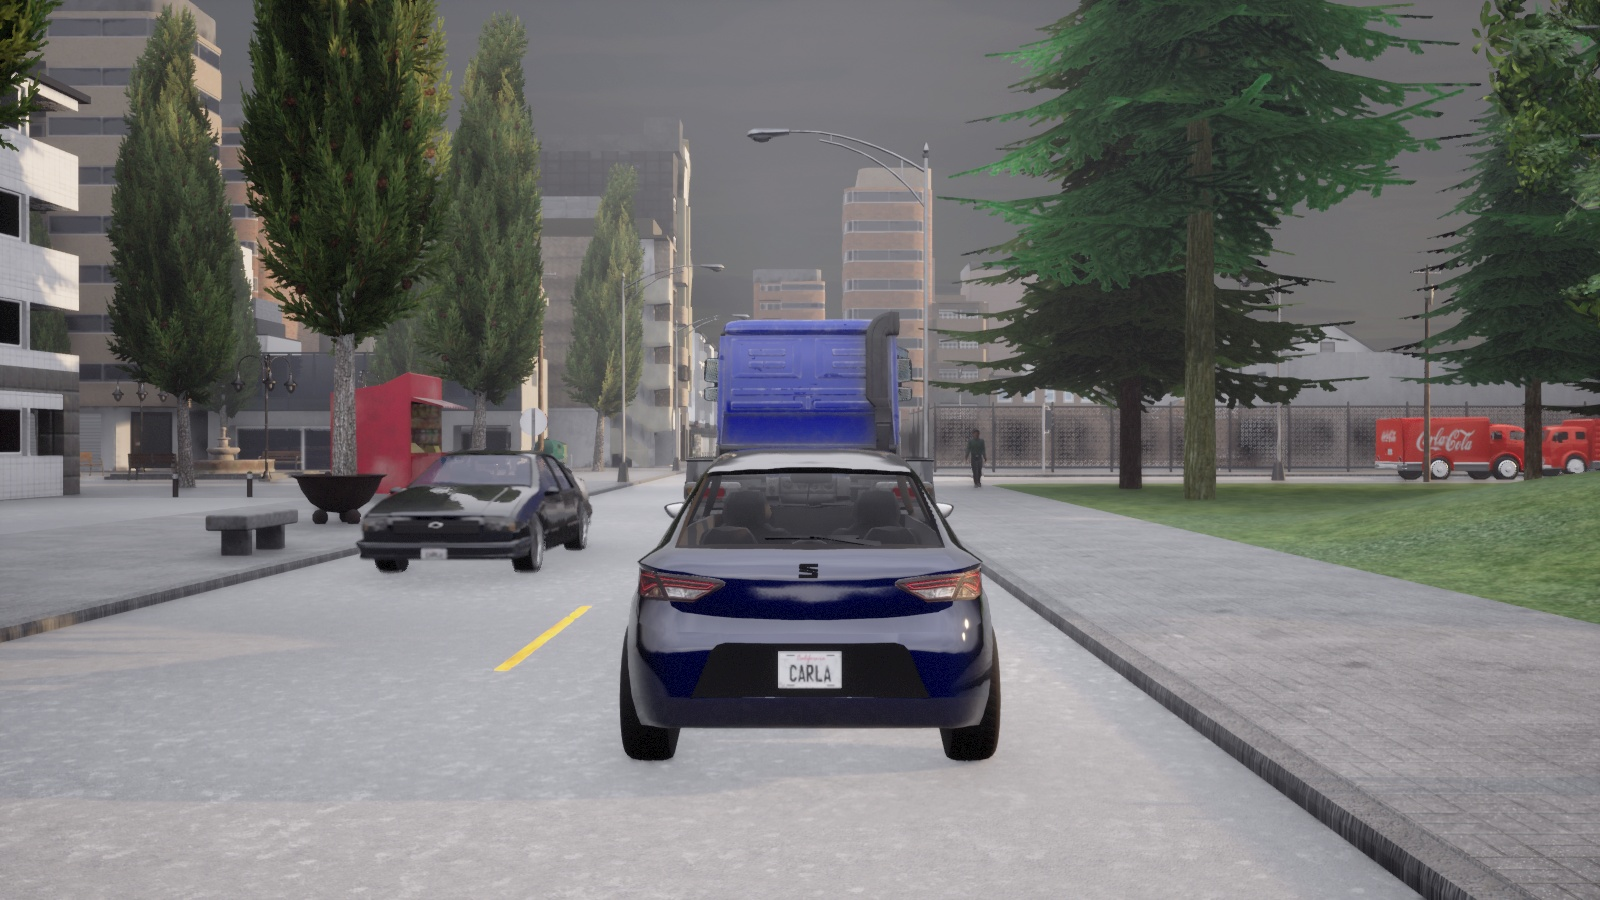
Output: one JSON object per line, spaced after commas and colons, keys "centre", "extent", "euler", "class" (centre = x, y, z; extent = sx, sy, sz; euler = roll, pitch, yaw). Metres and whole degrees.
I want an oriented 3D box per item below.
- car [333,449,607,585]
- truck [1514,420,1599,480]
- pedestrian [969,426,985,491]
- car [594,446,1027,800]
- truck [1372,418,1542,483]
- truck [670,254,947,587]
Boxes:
{"centre": [-3.899, 0.701, 15.944], "extent": [2.033, 1.411, 5.357], "euler": [0, 0, 0], "class": "car"}
{"centre": [33.321, -0.011, 52.700], "extent": [5.204, 2.467, 2.627], "euler": [0, 0, 0], "class": "truck"}
{"centre": [5.389, 0.245, 38.250], "extent": [0.423, 1.949, 0.788], "euler": [0, 0, 4], "class": "pedestrian"}
{"centre": [0.054, 0.719, 7.360], "extent": [1.816, 1.474, 4.193], "euler": [0, 0, 0], "class": "car"}
{"centre": [25.410, 0.005, 48.739], "extent": [5.204, 2.467, 2.627], "euler": [0, 0, 0], "class": "truck"}
{"centre": [0.111, -0.332, 17.048], "extent": [2.891, 3.462, 7.936], "euler": [0, 0, 0], "class": "truck"}
